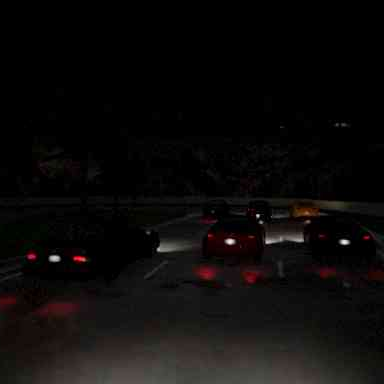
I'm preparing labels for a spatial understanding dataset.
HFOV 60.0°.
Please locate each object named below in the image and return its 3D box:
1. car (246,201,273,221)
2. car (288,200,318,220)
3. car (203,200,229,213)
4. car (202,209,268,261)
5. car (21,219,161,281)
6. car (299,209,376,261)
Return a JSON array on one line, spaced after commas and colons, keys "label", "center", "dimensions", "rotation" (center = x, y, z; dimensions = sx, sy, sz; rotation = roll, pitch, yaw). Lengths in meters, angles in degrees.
[{"label": "car", "center": [5.377, 1.453, 26.761], "dimensions": [1.837, 1.490, 4.892], "rotation": [1, 1, 13]}, {"label": "car", "center": [9.065, 1.426, 27.270], "dimensions": [1.882, 1.535, 5.008], "rotation": [0, 0, 12]}, {"label": "car", "center": [2.131, 1.416, 28.838], "dimensions": [1.882, 1.535, 5.008], "rotation": [0, 0, 11]}, {"label": "car", "center": [1.678, 1.536, 12.395], "dimensions": [1.994, 1.385, 4.181], "rotation": [0, 0, 14]}, {"label": "car", "center": [-2.531, 1.523, 9.845], "dimensions": [2.033, 1.411, 5.357], "rotation": [0, 0, 12]}, {"label": "car", "center": [5.250, 1.539, 12.302], "dimensions": [1.994, 1.385, 4.181], "rotation": [0, 0, 14]}]
